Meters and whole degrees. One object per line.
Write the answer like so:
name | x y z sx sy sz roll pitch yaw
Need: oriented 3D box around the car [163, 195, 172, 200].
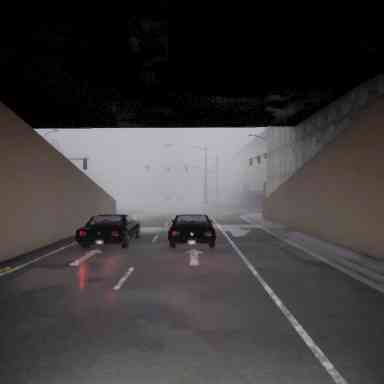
car | -6.166 1.365 85.135 1.994 1.385 4.181 0 0 1

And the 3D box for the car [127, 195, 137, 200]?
car | -16.508 1.518 91.550 2.128 1.511 4.902 0 0 1

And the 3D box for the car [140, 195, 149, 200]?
car | -13.009 1.470 91.462 1.882 1.535 5.008 0 0 1

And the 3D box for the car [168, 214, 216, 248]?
car | 0.000 1.614 14.805 1.895 1.301 4.718 0 0 0

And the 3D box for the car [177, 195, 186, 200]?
car | -2.667 1.365 85.048 1.994 1.385 4.181 0 0 1

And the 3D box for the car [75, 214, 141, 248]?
car | -3.500 1.614 14.805 1.895 1.301 4.718 0 0 0
